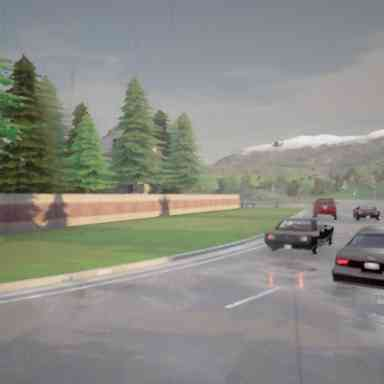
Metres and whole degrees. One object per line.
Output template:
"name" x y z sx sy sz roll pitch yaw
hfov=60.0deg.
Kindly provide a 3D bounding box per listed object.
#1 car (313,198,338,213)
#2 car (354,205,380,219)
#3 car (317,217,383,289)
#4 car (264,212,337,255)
"car" 13.590 1.596 33.871 2.150 2.045 5.566 -1 -1 23
"car" 16.257 1.907 31.145 1.895 1.301 4.718 -1 -1 23
"car" 5.366 1.634 9.056 2.033 1.411 5.357 -1 -1 38
"car" 4.797 1.773 14.327 1.895 1.301 4.718 -1 -1 33
